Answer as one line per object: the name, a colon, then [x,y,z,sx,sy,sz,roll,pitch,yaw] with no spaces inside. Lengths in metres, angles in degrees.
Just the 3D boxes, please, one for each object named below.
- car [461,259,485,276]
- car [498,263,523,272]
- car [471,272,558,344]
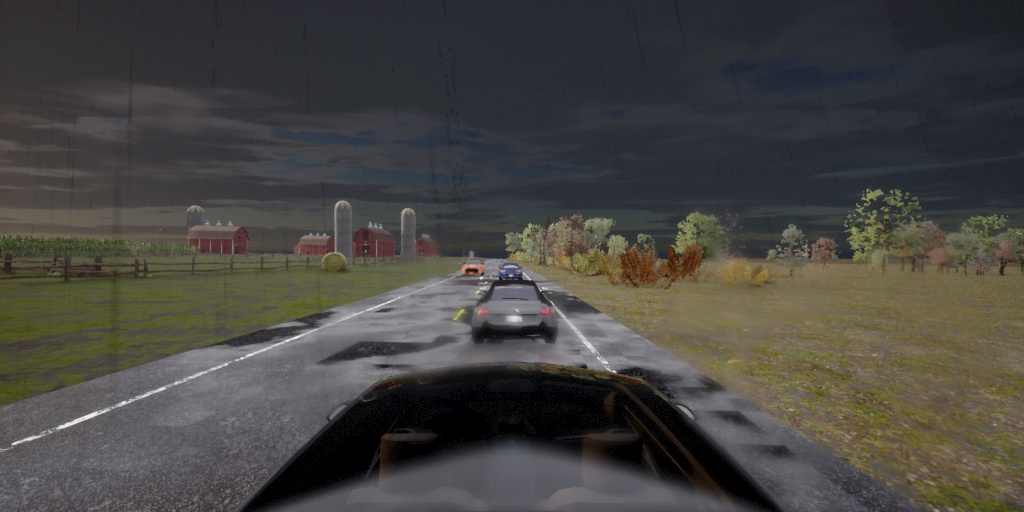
car: [-3.894,1.102,36.709,2.097,1.767,4.553,0,0,-1]
car: [-0.117,1.274,29.033,1.812,1.442,4.674,0,0,-1]
car: [0.058,1.313,9.640,1.994,1.385,4.181,0,0,0]
